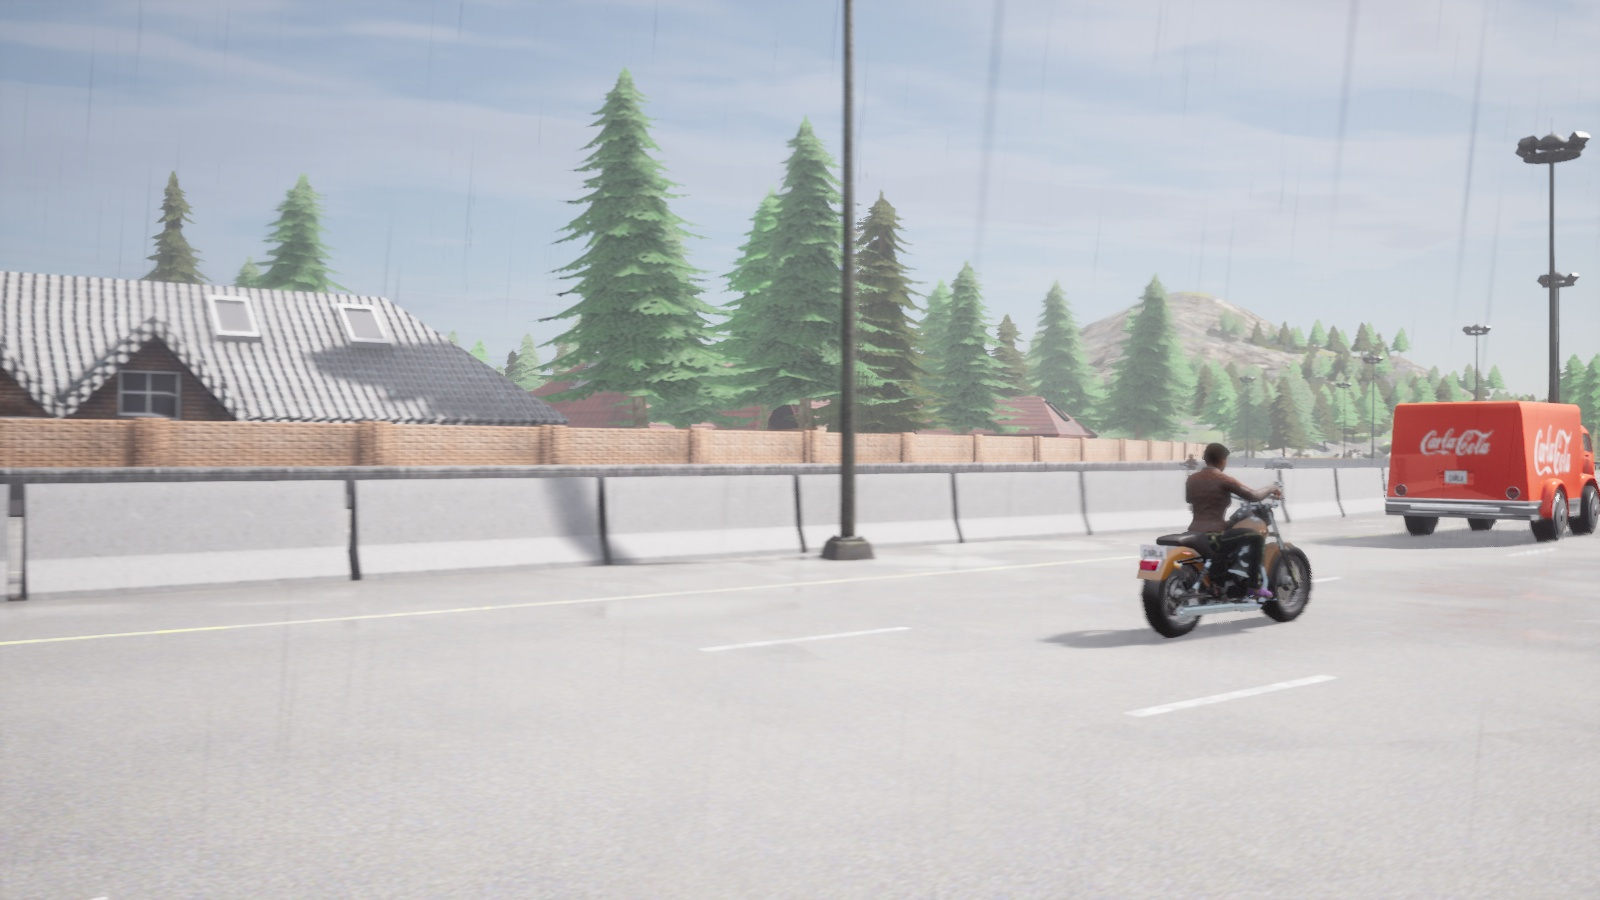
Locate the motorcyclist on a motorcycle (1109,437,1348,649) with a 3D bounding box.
[{"bbox_3d":[3.721,0.731,10.791,2.350,1.649,0.766,0,-1,-38],"label":"motorcyclist on a motorcycle"}]

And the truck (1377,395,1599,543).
[{"bbox_3d":[13.249,0.318,23.569,5.204,2.467,2.627,0,0,-43],"label":"truck"}]
